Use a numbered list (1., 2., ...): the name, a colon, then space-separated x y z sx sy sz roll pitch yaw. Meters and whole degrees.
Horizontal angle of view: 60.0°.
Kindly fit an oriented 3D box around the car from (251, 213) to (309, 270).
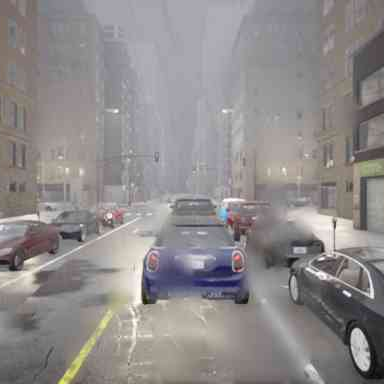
1. car: 2.835 1.570 10.821 1.947 1.339 4.313 0 0 0

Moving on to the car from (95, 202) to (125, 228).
1. car: -5.719 1.448 21.841 1.967 1.590 4.097 0 0 0

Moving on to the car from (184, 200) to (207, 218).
1. car: 0.403 1.536 31.024 1.812 1.442 4.674 0 0 5

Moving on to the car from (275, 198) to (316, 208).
1. car: 15.064 1.557 48.708 5.357 1.411 2.033 0 0 0

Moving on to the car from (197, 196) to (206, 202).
1. car: 2.132 1.648 77.064 1.802 1.307 4.206 0 0 -1

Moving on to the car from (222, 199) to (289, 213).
1. car: 2.822 1.321 16.345 2.192 1.841 5.009 0 0 0

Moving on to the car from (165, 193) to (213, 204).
1. car: 0.060 1.229 16.468 2.150 2.045 5.566 0 0 0

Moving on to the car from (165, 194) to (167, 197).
1. car: -3.413 1.536 61.701 2.128 1.511 4.902 0 0 -1

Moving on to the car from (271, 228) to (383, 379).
1. car: 2.850 1.553 5.297 2.008 1.369 4.403 0 0 0

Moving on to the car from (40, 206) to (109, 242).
1. car: -5.705 1.572 16.316 1.947 1.339 4.313 0 0 0

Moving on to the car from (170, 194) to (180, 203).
1. car: -3.588 1.413 71.335 2.097 1.767 4.553 0 0 -1

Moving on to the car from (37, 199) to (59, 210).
1. car: -17.860 1.553 38.497 4.674 1.442 1.812 0 0 -2

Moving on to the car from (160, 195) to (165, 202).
1. car: -6.390 1.506 76.864 1.967 1.590 4.097 0 0 -1

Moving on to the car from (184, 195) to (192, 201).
1. car: -1.067 1.647 90.994 1.994 1.385 4.181 0 0 -1

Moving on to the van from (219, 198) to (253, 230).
1. van: 2.807 1.349 21.869 1.690 1.788 3.998 0 0 0

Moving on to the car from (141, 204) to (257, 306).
1. car: 0.031 1.355 8.235 2.097 1.767 4.553 0 0 -1

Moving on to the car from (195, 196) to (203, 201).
1. car: 1.855 1.669 88.367 1.802 1.307 4.206 0 0 -1

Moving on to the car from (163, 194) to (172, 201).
1. car: -6.808 1.422 93.824 2.192 1.841 5.009 0 0 -1

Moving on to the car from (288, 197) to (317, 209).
1. car: 14.928 1.496 45.456 4.902 1.511 2.128 0 0 0

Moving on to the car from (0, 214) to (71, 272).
1. car: -5.691 1.586 10.791 1.802 1.307 4.206 0 0 0

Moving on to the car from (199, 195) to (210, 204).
1. car: 2.409 1.490 65.758 1.967 1.590 4.097 0 0 -1
